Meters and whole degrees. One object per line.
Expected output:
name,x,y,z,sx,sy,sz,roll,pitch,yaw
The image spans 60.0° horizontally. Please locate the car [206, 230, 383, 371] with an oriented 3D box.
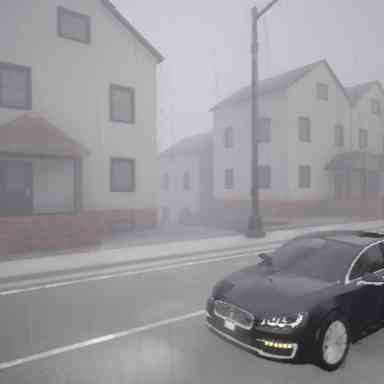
car,2.468,1.482,5.744,4.892,1.490,1.837,0,0,-36
